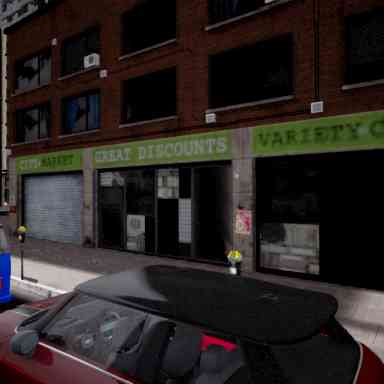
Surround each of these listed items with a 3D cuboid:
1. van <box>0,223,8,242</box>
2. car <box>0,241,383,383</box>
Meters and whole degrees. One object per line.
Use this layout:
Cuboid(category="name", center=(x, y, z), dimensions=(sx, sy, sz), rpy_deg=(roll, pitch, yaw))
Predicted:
Cuboid(category="van", center=(-5.123, 1.343, 6.379), dimensions=(3.998, 1.788, 1.690), rpy_deg=(0, 0, 35))
Cuboid(category="car", center=(-0.490, 1.440, 3.075), dimensions=(4.097, 1.590, 1.967), rpy_deg=(0, 0, 35))
